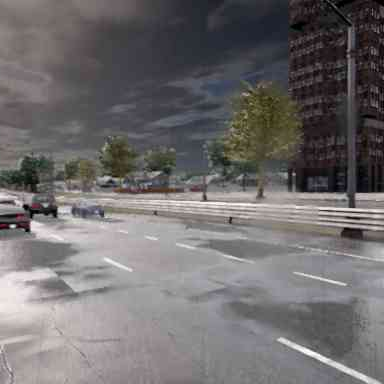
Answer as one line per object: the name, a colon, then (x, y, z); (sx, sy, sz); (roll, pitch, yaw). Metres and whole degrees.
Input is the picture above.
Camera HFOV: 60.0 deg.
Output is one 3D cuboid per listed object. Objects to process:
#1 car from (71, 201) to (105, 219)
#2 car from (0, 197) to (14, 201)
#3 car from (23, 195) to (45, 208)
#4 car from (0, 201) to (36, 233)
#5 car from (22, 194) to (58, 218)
car: (-9.061, 1.465, 28.843); (1.812, 1.442, 4.674); (0, 0, -35)
car: (-26.619, 1.525, 47.546); (1.882, 1.535, 5.008); (0, 1, -35)
car: (-23.170, 1.382, 48.734); (2.097, 1.767, 4.553); (0, 0, -35)
car: (-10.296, 1.449, 18.481); (1.837, 1.490, 4.892); (0, 0, -35)
car: (-13.151, 1.193, 28.557); (2.150, 2.045, 5.566); (0, 0, -35)
